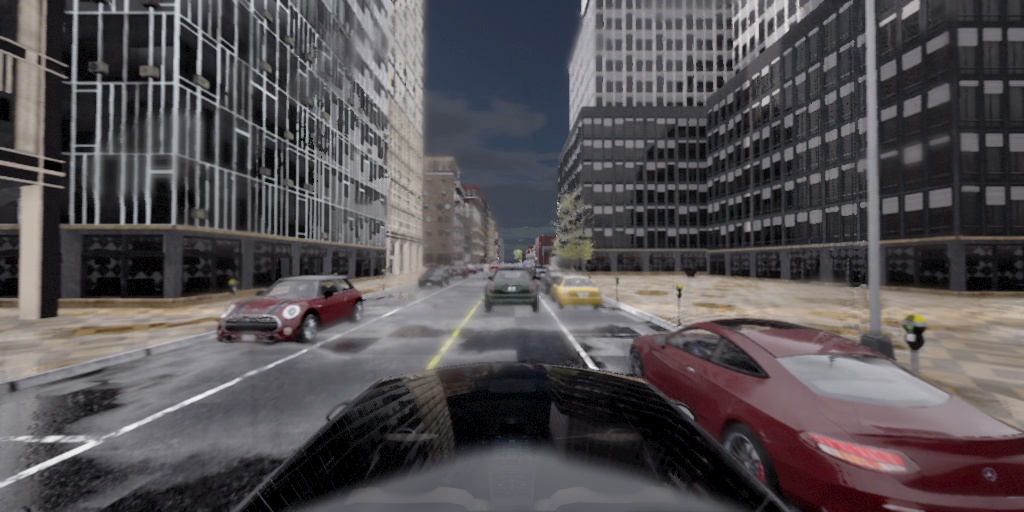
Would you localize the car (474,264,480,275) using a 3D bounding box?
[{"bbox_3d":[-5.723,1.824,49.568,1.888,1.381,4.507,0,0,0],"label":"car"}]

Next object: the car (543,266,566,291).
[{"bbox_3d":[2.645,1.509,21.104,2.007,1.370,4.403,0,0,0],"label":"car"}]

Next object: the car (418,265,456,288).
[{"bbox_3d":[-5.708,1.587,26.813,1.948,1.339,4.313,0,0,0],"label":"car"}]

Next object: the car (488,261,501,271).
[{"bbox_3d":[-3.084,1.802,64.193,2.097,1.767,4.553,0,-1,1],"label":"car"}]

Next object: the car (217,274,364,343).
[{"bbox_3d":[-5.696,1.276,9.747,1.967,1.591,4.097,0,0,0],"label":"car"}]

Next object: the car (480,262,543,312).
[{"bbox_3d":[0.014,1.247,15.273,2.097,1.767,4.553,0,-1,0],"label":"car"}]

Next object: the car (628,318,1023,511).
[{"bbox_3d":[2.672,1.357,4.038,1.802,1.307,4.207,0,0,0],"label":"car"}]

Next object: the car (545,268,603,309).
[{"bbox_3d":[2.654,1.423,15.585,1.751,1.417,4.829,0,0,0],"label":"car"}]

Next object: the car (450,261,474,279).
[{"bbox_3d":[-5.715,1.463,38.190,2.192,1.841,5.009,0,0,0],"label":"car"}]
